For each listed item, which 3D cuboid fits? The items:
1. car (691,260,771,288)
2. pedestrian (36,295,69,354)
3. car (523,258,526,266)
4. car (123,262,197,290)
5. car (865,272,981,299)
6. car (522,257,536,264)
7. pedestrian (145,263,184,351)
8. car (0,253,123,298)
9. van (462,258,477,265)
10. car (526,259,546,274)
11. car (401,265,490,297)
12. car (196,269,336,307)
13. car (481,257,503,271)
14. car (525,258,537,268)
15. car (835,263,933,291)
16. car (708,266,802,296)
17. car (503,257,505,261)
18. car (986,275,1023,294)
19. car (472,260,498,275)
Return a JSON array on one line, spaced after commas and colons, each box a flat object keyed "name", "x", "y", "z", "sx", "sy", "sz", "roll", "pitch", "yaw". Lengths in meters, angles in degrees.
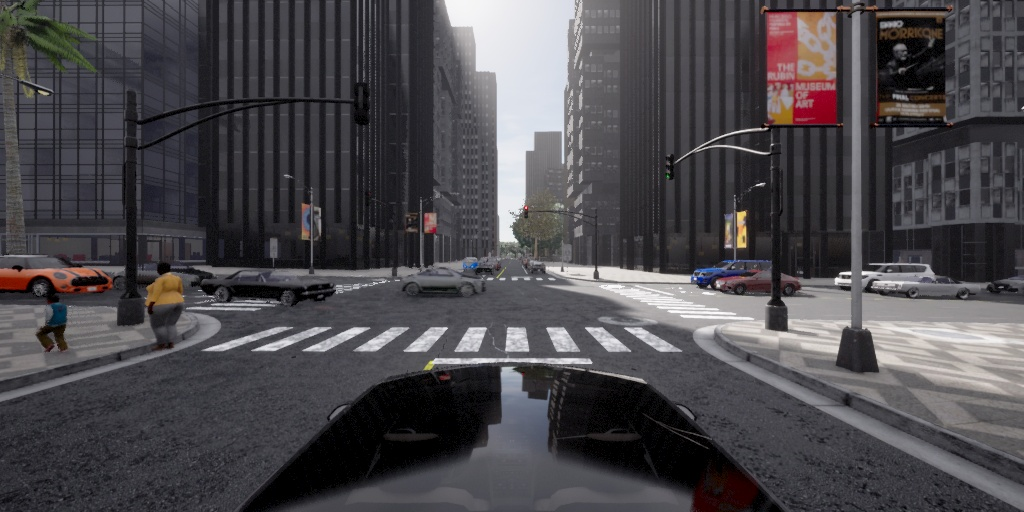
[{"name": "car", "x": 15.533, "y": 1.294, "z": 24.954, "sx": 5.566, "sy": 2.045, "sz": 2.150, "roll": 1, "pitch": 0, "yaw": 0}, {"name": "pedestrian", "x": -8.606, "y": 1.273, "z": 6.758, "sx": 0.500, "sy": 1.100, "sz": 0.500, "roll": 0, "pitch": 0, "yaw": 0}, {"name": "car", "x": 3.104, "y": 1.313, "z": 52.809, "sx": 2.007, "sy": 1.370, "sz": 4.403, "roll": 0, "pitch": 0, "yaw": 1}, {"name": "car", "x": -17.690, "y": 1.023, "z": 18.398, "sx": 4.181, "sy": 1.385, "sz": 1.994, "roll": 1, "pitch": 0, "yaw": 0}, {"name": "car", "x": 24.827, "y": 1.842, "z": 21.670, "sx": 4.718, "sy": 1.301, "sz": 1.895, "roll": 1, "pitch": 0, "yaw": 0}, {"name": "car", "x": 3.160, "y": 1.079, "z": 58.322, "sx": 2.192, "sy": 1.841, "sz": 5.009, "roll": 0, "pitch": 0, "yaw": 1}, {"name": "pedestrian", "x": -7.359, "y": 1.045, "z": 7.612, "sx": 0.375, "sy": 1.860, "sz": 0.375, "roll": 0, "pitch": 0, "yaw": 0}, {"name": "car", "x": -19.969, "y": 0.765, "z": 15.158, "sx": 4.553, "sy": 1.767, "sz": 2.097, "roll": 1, "pitch": 0, "yaw": 0}, {"name": "van", "x": -5.476, "y": 1.101, "z": 47.380, "sx": 1.690, "sy": 1.789, "sz": 3.998, "roll": 0, "pitch": 0, "yaw": 1}, {"name": "car", "x": 2.993, "y": 1.309, "z": 41.784, "sx": 2.007, "sy": 1.370, "sz": 4.403, "roll": 0, "pitch": 0, "yaw": 1}, {"name": "car", "x": -3.435, "y": 1.312, "z": 18.334, "sx": 4.181, "sy": 1.385, "sz": 1.994, "roll": 1, "pitch": 0, "yaw": 0}, {"name": "car", "x": -9.655, "y": 1.215, "z": 14.422, "sx": 4.718, "sy": 1.301, "sz": 1.895, "roll": 2, "pitch": 0, "yaw": 10}, {"name": "car", "x": -2.783, "y": 1.113, "z": 49.283, "sx": 2.097, "sy": 1.767, "sz": 4.553, "roll": 0, "pitch": 0, "yaw": 1}, {"name": "car", "x": 3.050, "y": 1.286, "z": 47.467, "sx": 1.751, "sy": 1.417, "sz": 4.829, "roll": 0, "pitch": 0, "yaw": 1}, {"name": "car", "x": 25.890, "y": 1.489, "z": 24.914, "sx": 5.566, "sy": 2.045, "sz": 2.150, "roll": 1, "pitch": 0, "yaw": 0}, {"name": "car", "x": 14.846, "y": 1.580, "z": 21.713, "sx": 4.674, "sy": 1.442, "sz": 1.812, "roll": 1, "pitch": 0, "yaw": 0}, {"name": "car", "x": -2.674, "y": 1.270, "z": 59.533, "sx": 1.837, "sy": 1.490, "sz": 4.892, "roll": 0, "pitch": 0, "yaw": 1}, {"name": "car", "x": 35.931, "y": 2.023, "z": 24.862, "sx": 4.181, "sy": 1.385, "sz": 1.994, "roll": 1, "pitch": 0, "yaw": 0}, {"name": "car", "x": -2.890, "y": 1.358, "z": 39.000, "sx": 1.895, "sy": 1.301, "sz": 4.718, "roll": 0, "pitch": 0, "yaw": 1}]
